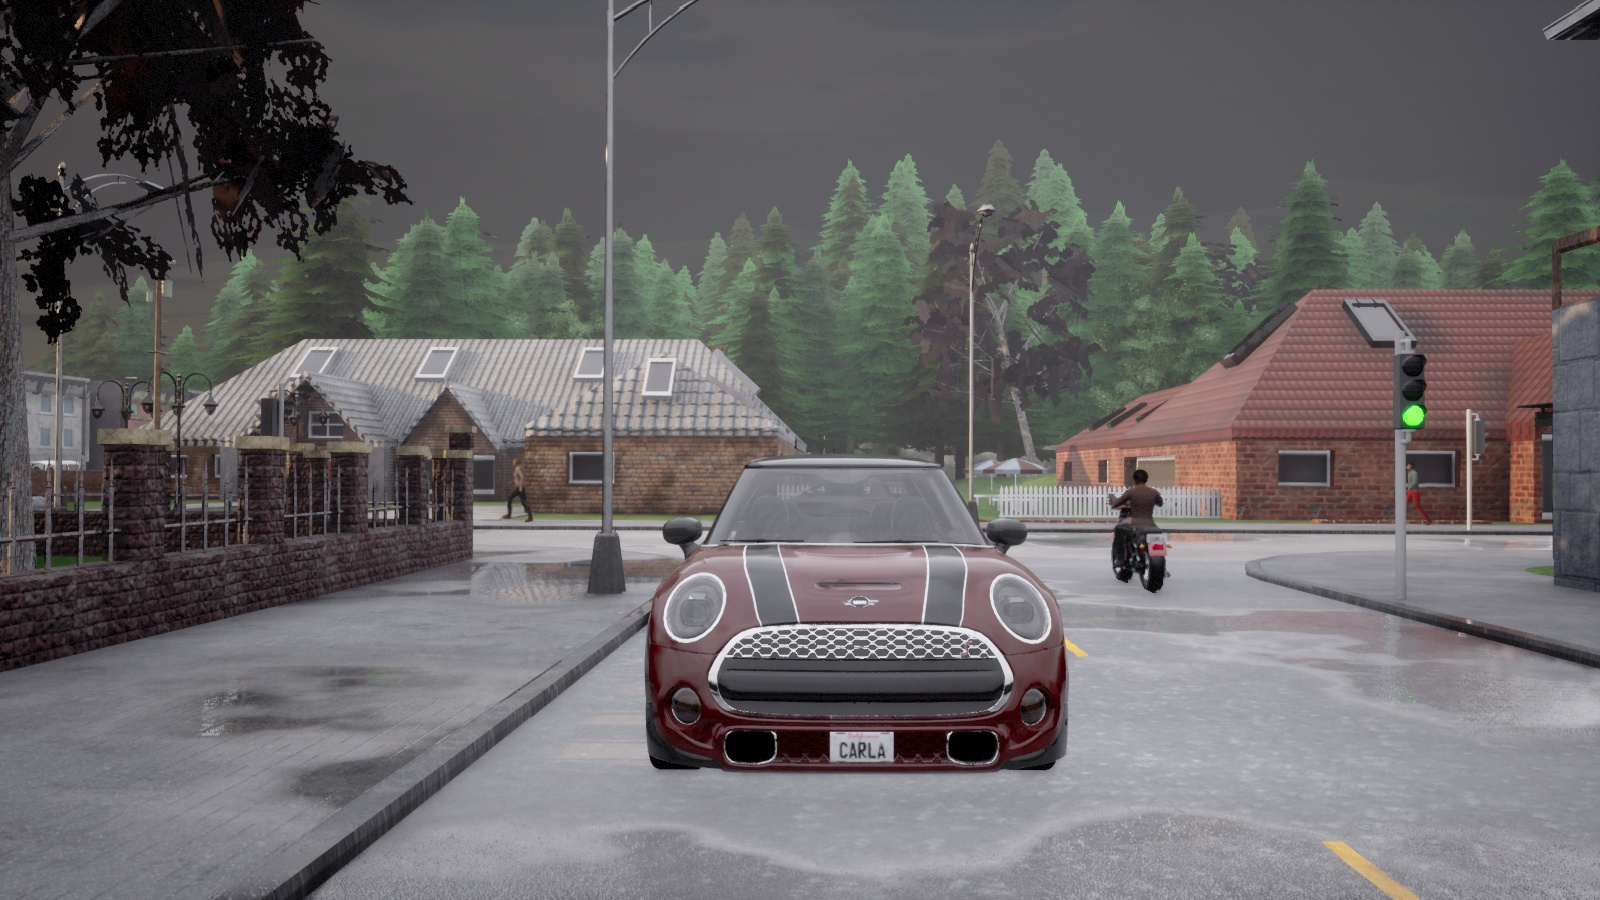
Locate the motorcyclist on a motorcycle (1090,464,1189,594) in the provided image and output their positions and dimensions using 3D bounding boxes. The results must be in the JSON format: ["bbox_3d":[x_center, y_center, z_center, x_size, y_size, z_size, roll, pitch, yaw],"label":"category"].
[{"bbox_3d":[4.612,1.035,17.231,0.766,1.649,2.350,0,-1,2],"label":"motorcyclist on a motorcycle"}]

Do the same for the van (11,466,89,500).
[{"bbox_3d":[-46.843,2.041,78.569,2.069,2.038,4.480,0,-1,2],"label":"van"}]

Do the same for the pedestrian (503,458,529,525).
[{"bbox_3d":[-7.861,1.134,34.798,0.634,1.846,0.331,0,-1,1],"label":"pedestrian"}]

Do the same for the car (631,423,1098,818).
[{"bbox_3d":[0.271,0.805,7.943,2.097,1.767,4.553,0,-1,0],"label":"car"}]

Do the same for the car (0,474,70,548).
[{"bbox_3d":[-18.574,1.289,27.041,4.514,1.525,2.007,0,-1,0],"label":"car"}]

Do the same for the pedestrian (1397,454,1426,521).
[{"bbox_3d":[17.092,1.044,35.124,0.614,1.847,0.353,0,-1,0],"label":"pedestrian"}]
